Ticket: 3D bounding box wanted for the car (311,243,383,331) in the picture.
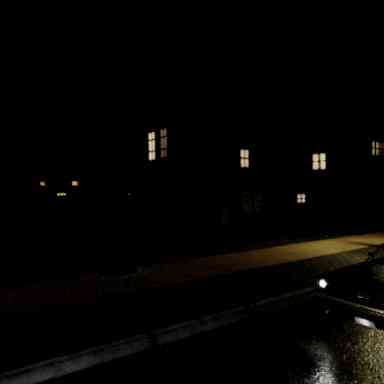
[{"bbox_3d":[4.320,1.593,6.154,4.718,1.301,1.895,0,0,-36],"label":"car"}]
